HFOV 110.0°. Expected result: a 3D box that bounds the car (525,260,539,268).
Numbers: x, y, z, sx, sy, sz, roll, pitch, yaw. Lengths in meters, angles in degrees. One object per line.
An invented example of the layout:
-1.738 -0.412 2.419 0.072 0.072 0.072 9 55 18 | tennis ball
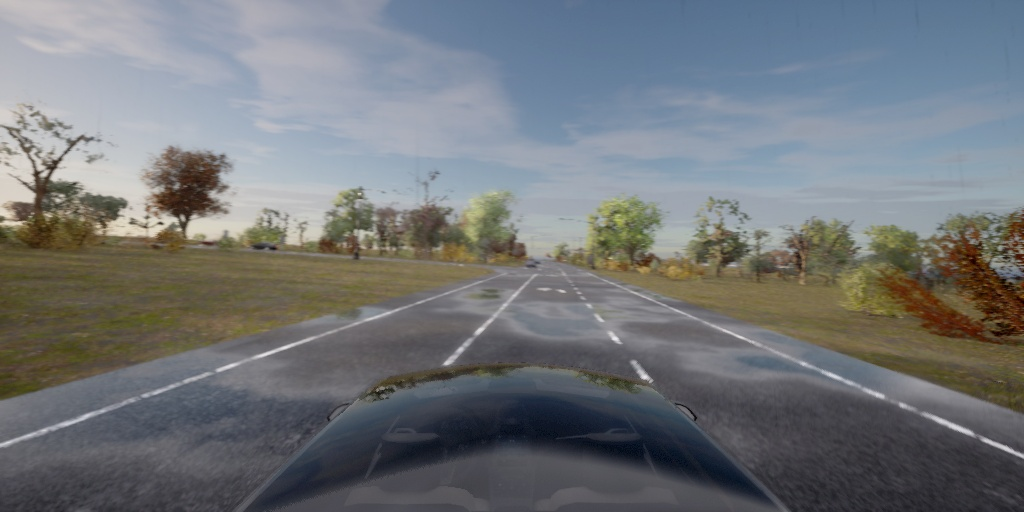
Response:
3.288 1.529 63.580 2.033 1.411 5.357 2 -1 6 | car
